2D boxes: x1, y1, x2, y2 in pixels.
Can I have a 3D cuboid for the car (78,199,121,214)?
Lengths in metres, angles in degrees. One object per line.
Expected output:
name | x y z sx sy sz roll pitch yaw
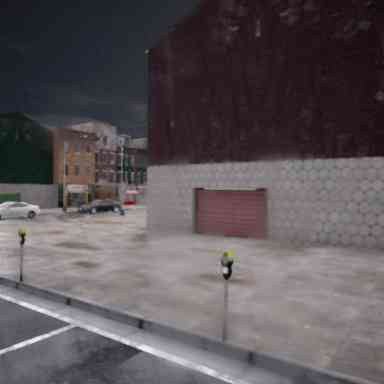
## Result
car | -9.723 1.496 35.173 1.837 1.490 4.892 1 1 36

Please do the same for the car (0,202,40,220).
car | -15.058 1.554 27.711 1.812 1.442 4.674 1 1 34

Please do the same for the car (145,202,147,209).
car | -4.024 1.345 43.133 2.097 1.767 4.553 1 0 36
